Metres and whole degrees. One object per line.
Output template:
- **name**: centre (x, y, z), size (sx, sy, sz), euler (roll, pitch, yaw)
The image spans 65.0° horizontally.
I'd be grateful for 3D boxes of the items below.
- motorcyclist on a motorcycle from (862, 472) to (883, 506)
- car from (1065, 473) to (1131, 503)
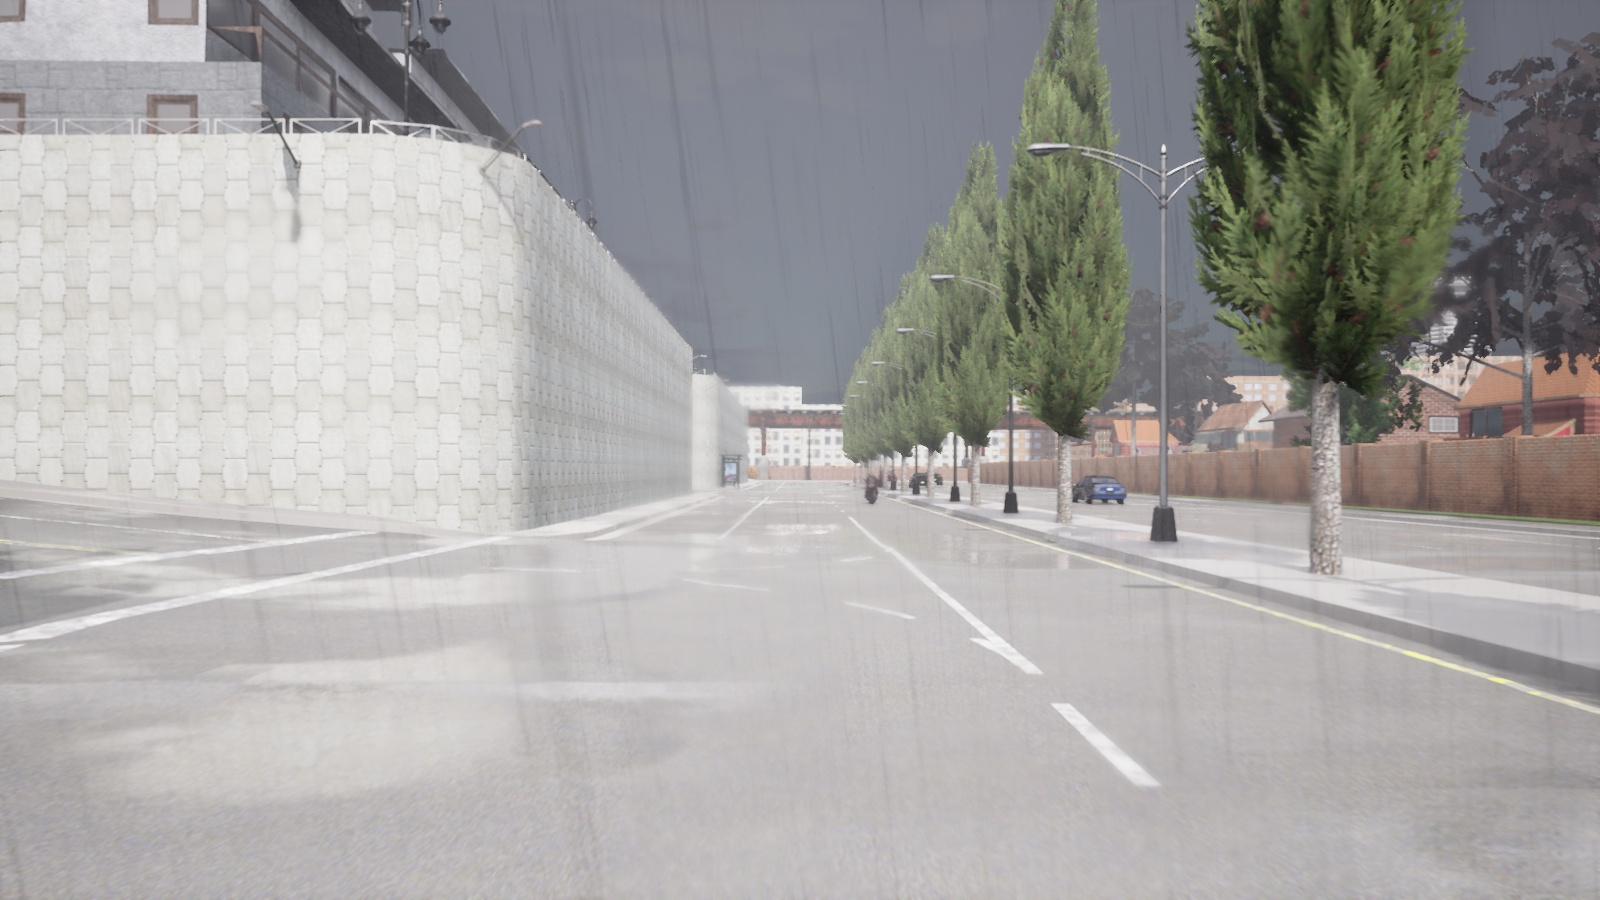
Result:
- **motorcyclist on a motorcycle**: centre (3.402, 1.831, 59.417), size (0.866, 1.530, 2.191), euler (0, -1, 0)
- **car**: centre (14.896, 1.858, 63.016), size (2.033, 1.411, 5.357), euler (0, -1, 0)
